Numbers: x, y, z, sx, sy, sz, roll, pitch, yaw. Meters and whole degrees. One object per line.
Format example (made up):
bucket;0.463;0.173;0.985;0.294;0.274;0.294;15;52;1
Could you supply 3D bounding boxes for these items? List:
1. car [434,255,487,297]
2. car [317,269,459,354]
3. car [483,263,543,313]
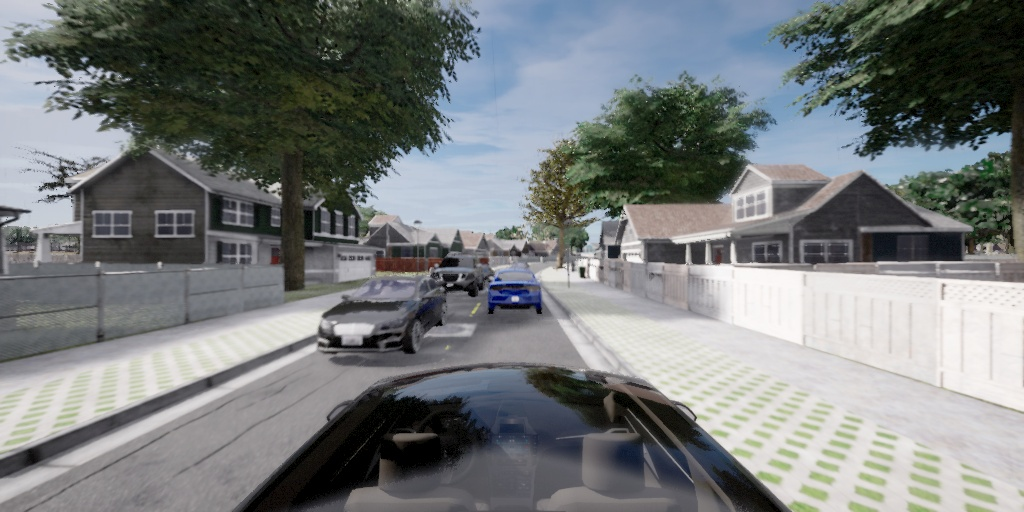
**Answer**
car;-2.736;0.965;19.027;2.150;2.045;5.566;0;0;1
car;-2.830;1.240;8.828;2.128;1.511;4.902;0;0;0
car;0.114;1.223;13.972;1.882;1.535;5.008;0;0;0
